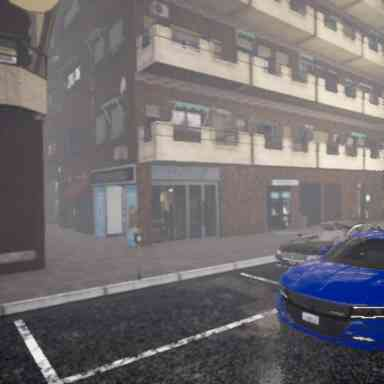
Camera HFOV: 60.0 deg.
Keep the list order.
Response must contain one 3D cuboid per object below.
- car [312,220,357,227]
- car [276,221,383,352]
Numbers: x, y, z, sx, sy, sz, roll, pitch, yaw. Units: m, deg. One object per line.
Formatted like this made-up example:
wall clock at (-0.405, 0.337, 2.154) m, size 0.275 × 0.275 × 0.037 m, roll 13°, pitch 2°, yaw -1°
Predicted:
car at (4.321, 1.557, 9.853) m, size 4.403 × 1.369 × 2.008 m, roll 0°, pitch -1°, yaw -37°
car at (3.656, 1.476, 6.122) m, size 5.008 × 1.535 × 1.882 m, roll 0°, pitch 0°, yaw -36°
